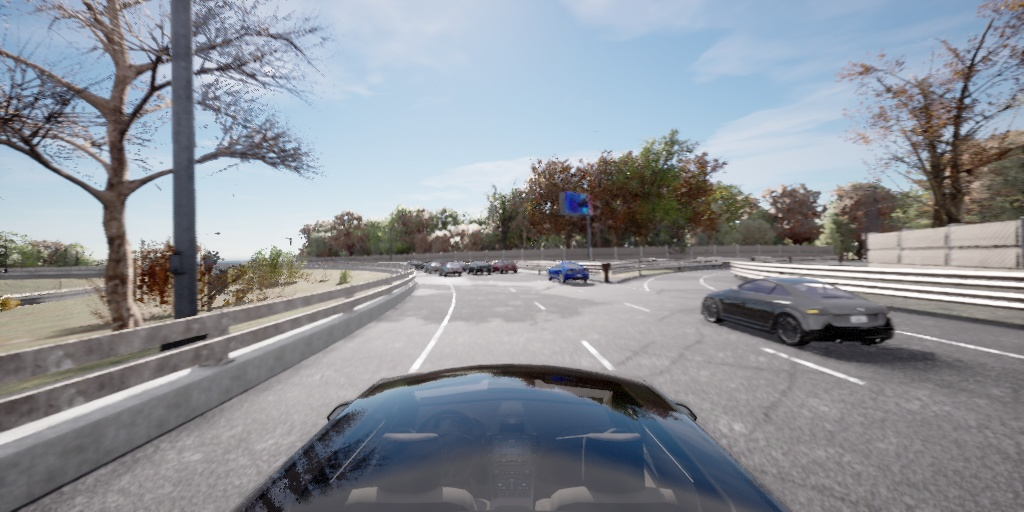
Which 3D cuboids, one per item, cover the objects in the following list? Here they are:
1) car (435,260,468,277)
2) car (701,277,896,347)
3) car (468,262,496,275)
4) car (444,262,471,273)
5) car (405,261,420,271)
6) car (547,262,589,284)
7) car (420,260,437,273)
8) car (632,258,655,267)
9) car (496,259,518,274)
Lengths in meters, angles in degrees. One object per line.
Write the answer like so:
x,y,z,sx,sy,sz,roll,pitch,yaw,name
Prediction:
-6.848,1.500,39.908,2.033,1.411,5.357,-1,0,-21,car
6.675,1.211,9.008,1.994,1.385,4.181,-1,0,-3,car
-3.866,1.382,41.939,1.882,1.535,5.008,-1,0,-21,car
-7.762,1.540,50.808,2.033,1.411,5.357,-1,0,-28,car
-15.975,1.635,58.416,1.882,1.535,5.008,-1,0,-34,car
4.110,1.209,27.197,1.882,1.535,5.008,-1,0,-13,car
-10.606,1.586,48.685,2.033,1.411,5.357,-1,0,-26,car
19.991,1.060,51.208,5.357,1.411,2.033,-1,0,2,car
-1.013,1.211,44.272,2.097,1.767,4.553,-1,0,-21,car
